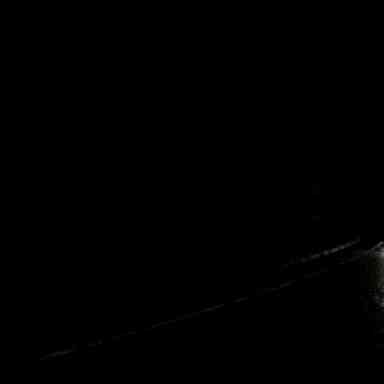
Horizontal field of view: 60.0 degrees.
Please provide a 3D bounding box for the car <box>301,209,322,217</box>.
[{"bbox_3d":[20.841,3.691,58.316,2.128,1.511,4.902,-2,-3,-8],"label":"car"}]
